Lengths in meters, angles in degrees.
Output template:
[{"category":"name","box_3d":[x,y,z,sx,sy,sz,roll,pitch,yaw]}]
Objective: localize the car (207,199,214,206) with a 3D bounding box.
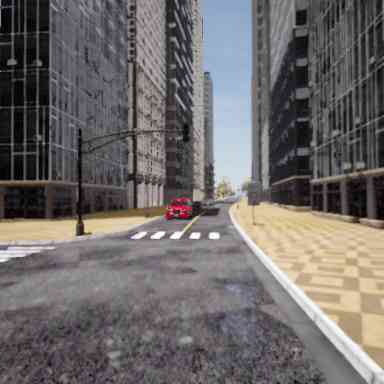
[{"category":"car","box_3d":[3.603,2.276,70.624,2.128,1.511,4.902,0,-1,9]}]

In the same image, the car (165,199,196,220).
[{"category":"car","box_3d":[-1.175,1.716,32.587,2.150,2.045,5.566,0,1,5]}]

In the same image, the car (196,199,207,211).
[{"category":"car","box_3d":[0.791,2.136,51.049,1.837,1.490,4.892,0,1,7]}]
